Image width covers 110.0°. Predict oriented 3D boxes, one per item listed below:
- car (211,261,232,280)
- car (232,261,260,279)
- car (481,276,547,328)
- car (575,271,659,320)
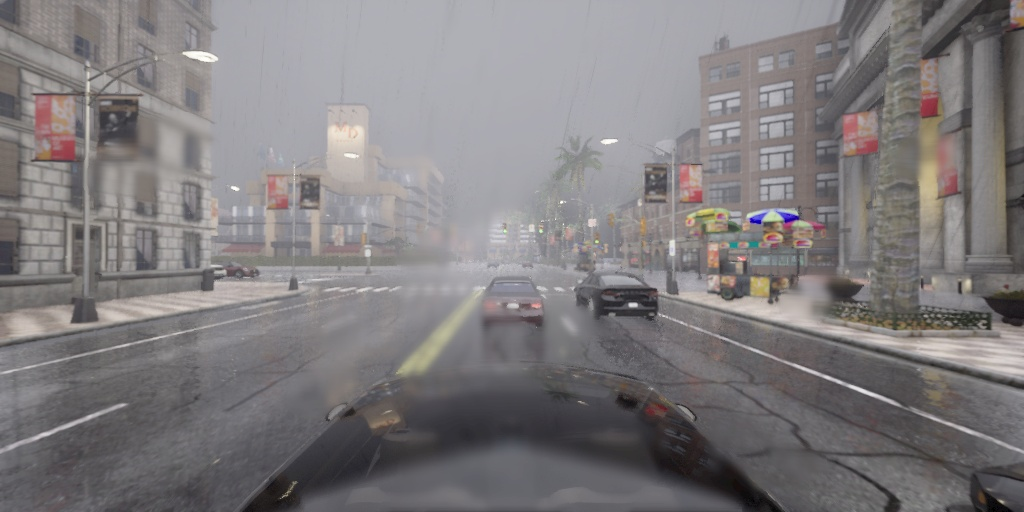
[{"bbox_3d":[-28.522,1.132,31.623,5.566,2.045,2.150,0,0,-1],"label":"car"},{"bbox_3d":[-27.408,1.281,35.139,4.553,1.767,2.097,0,0,-1],"label":"car"},{"bbox_3d":[0.025,1.350,11.640,2.033,1.411,5.357,0,0,-1],"label":"car"},{"bbox_3d":[3.522,1.287,12.901,1.882,1.535,5.008,0,0,0],"label":"car"}]
